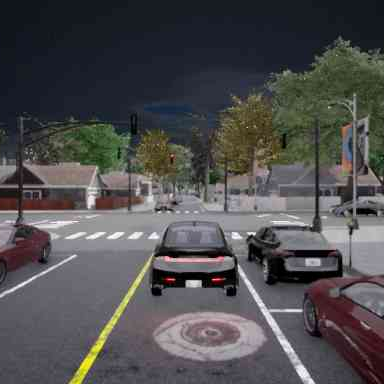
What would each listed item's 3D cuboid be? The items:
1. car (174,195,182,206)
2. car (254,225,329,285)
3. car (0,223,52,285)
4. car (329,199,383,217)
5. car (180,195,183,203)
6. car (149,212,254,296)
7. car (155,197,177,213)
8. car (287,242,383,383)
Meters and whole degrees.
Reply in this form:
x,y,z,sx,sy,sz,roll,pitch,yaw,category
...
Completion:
x,y,z,sx,sy,sz,roll,pitch,yaw,category
-3.092,1.630,54.048,1.895,1.301,4.718,0,0,0,car
2.643,1.566,9.327,1.947,1.339,4.313,0,0,0,car
-5.382,1.582,9.331,1.802,1.307,4.206,0,0,0,car
14.550,1.396,29.046,4.902,1.511,2.128,0,0,-2,car
-3.032,1.400,69.286,2.097,1.767,4.553,0,0,0,car
0.058,1.491,8.603,2.128,1.511,4.902,0,0,1,car
-3.062,1.576,37.565,1.994,1.385,4.181,0,0,0,car
2.639,1.582,3.808,1.802,1.307,4.206,0,0,0,car
